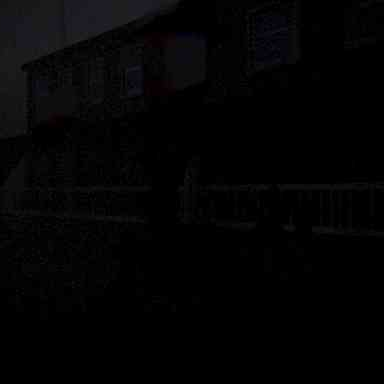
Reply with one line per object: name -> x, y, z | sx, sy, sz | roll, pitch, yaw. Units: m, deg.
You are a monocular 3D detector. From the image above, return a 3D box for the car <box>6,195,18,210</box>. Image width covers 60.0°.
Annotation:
car -> -15.818, 1.147, 27.260 | 1.882, 1.535, 5.008 | 0, 12, 34
